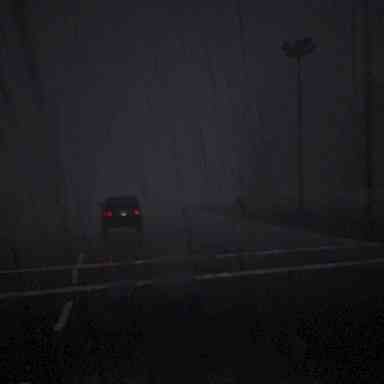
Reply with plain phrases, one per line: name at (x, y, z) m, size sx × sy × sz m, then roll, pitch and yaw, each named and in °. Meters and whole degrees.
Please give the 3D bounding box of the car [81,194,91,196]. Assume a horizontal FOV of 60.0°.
car at (-19.157, 1.437, 60.496) m, size 2.150 × 2.045 × 5.566 m, roll -1°, pitch 0°, yaw -15°

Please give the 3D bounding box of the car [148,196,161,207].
car at (-6.304, 1.373, 53.401) m, size 2.097 × 1.767 × 4.553 m, roll -1°, pitch 0°, yaw -15°

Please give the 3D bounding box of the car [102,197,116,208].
car at (-12.849, 1.606, 51.159) m, size 1.882 × 1.535 × 5.008 m, roll -1°, pitch 0°, yaw -15°

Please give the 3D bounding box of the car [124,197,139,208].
car at (-9.671, 1.581, 52.636) m, size 1.837 × 1.490 × 4.892 m, roll -1°, pitch 0°, yaw -15°

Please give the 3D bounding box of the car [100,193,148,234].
car at (-4.239, 1.259, 19.819) m, size 2.150 × 2.045 × 5.566 m, roll -1°, pitch 0°, yaw -15°

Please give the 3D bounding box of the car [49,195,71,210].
car at (-19.222, 1.457, 47.931) m, size 2.150 × 2.045 × 5.566 m, roll -1°, pitch 0°, yaw -16°

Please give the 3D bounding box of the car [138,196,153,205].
car at (-8.752, 1.594, 62.276) m, size 2.033 × 1.411 × 5.357 m, roll -1°, pitch 0°, yaw -15°

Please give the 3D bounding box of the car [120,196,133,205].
car at (-12.127, 1.607, 61.347) m, size 1.837 × 1.490 × 4.892 m, roll -1°, pitch 0°, yaw -15°

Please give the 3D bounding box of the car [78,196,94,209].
car at (-16.353, 1.733, 50.711) m, size 2.033 × 1.411 × 5.357 m, roll -1°, pitch 0°, yaw -15°

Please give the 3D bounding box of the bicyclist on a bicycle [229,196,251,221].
bicyclist on a bicycle at (3.628, 1.358, 25.052) m, size 1.656 × 1.620 × 0.582 m, roll -1°, pitch 0°, yaw -3°

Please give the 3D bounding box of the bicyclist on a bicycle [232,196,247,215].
bicyclist on a bicycle at (4.298, 1.187, 30.015) m, size 0.582 × 1.620 × 1.656 m, roll -1°, pitch 0°, yaw 40°
